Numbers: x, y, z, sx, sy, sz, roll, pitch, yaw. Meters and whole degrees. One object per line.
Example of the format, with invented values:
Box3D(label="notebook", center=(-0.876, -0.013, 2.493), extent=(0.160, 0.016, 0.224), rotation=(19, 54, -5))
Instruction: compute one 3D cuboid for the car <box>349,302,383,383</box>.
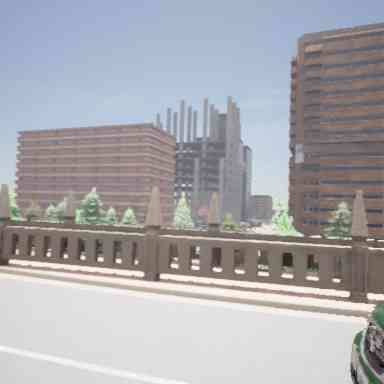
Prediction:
Box3D(label="car", center=(4.327, 1.517, 2.551), extent=(5.566, 2.045, 2.150), rotation=(1, -3, 13))
